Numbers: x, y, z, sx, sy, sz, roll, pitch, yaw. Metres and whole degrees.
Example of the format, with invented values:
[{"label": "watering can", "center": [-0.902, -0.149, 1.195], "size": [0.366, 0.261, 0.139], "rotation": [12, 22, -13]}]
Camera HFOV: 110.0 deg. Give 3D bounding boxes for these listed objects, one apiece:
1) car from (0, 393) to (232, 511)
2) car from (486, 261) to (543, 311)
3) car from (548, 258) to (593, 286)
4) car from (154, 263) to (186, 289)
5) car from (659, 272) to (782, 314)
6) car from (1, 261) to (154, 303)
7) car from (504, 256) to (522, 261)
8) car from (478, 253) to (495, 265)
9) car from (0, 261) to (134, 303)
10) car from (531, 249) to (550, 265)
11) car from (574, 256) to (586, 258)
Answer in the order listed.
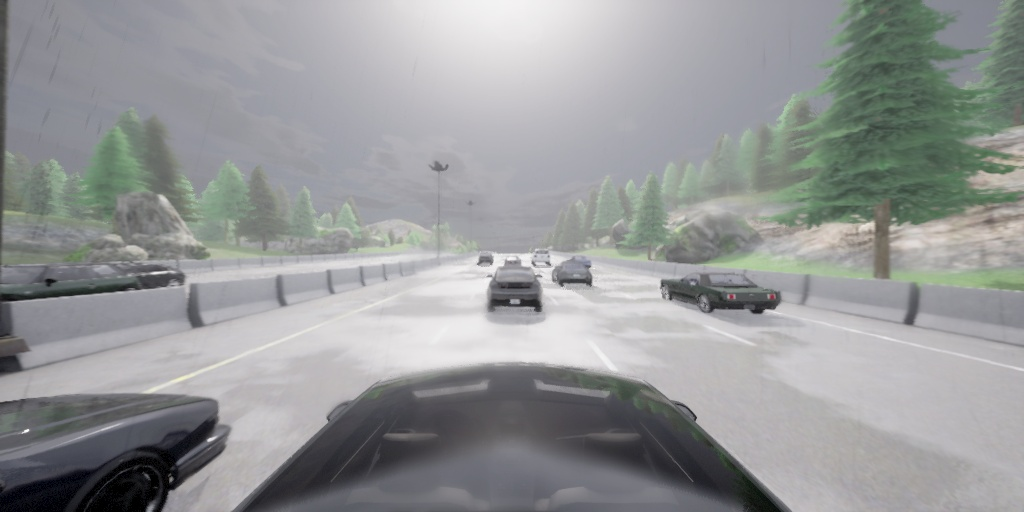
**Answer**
[{"label": "car", "center": [-3.402, 1.307, 0.655], "size": [2.033, 1.411, 5.357], "rotation": [0, 1, 0]}, {"label": "car", "center": [0.102, 1.111, 13.501], "size": [1.837, 1.490, 4.892], "rotation": [0, 1, 0]}, {"label": "car", "center": [3.605, 1.025, 22.008], "size": [1.994, 1.385, 4.181], "rotation": [0, 1, 0]}, {"label": "car", "center": [-17.504, 1.070, 16.198], "size": [1.837, 1.490, 4.892], "rotation": [0, 1, 0]}, {"label": "car", "center": [7.102, 1.214, 12.923], "size": [1.895, 1.301, 4.718], "rotation": [0, 1, 0]}, {"label": "car", "center": [-14.056, 0.994, 10.635], "size": [2.097, 1.767, 4.553], "rotation": [0, 1, 0]}, {"label": "car", "center": [0.110, 0.659, 37.635], "size": [2.033, 1.411, 5.357], "rotation": [0, 2, 0]}, {"label": "car", "center": [-3.388, 0.351, 47.512], "size": [1.837, 1.490, 4.892], "rotation": [0, 2, 0]}, {"label": "car", "center": [-21.002, 1.049, 16.447], "size": [2.128, 1.511, 4.902], "rotation": [0, 1, 0]}, {"label": "car", "center": [3.612, 0.124, 45.474], "size": [2.150, 2.045, 5.566], "rotation": [0, 2, 0]}, {"label": "car", "center": [7.109, 0.650, 37.992], "size": [2.033, 1.411, 5.357], "rotation": [0, 2, 0]}]
